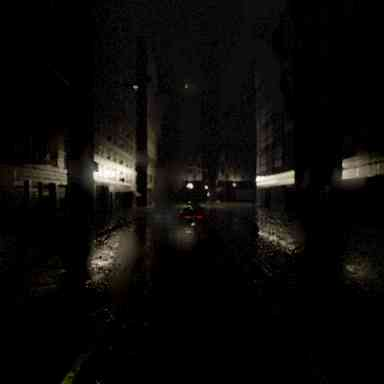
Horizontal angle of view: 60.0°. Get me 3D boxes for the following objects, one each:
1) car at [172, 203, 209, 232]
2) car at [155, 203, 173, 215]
[{"bbox_3d":[0.073,1.692,21.669,2.128,1.511,4.902,0,-1,0],"label":"car"},{"bbox_3d":[-3.135,1.923,38.510,1.994,1.385,4.181,0,-1,0],"label":"car"}]
